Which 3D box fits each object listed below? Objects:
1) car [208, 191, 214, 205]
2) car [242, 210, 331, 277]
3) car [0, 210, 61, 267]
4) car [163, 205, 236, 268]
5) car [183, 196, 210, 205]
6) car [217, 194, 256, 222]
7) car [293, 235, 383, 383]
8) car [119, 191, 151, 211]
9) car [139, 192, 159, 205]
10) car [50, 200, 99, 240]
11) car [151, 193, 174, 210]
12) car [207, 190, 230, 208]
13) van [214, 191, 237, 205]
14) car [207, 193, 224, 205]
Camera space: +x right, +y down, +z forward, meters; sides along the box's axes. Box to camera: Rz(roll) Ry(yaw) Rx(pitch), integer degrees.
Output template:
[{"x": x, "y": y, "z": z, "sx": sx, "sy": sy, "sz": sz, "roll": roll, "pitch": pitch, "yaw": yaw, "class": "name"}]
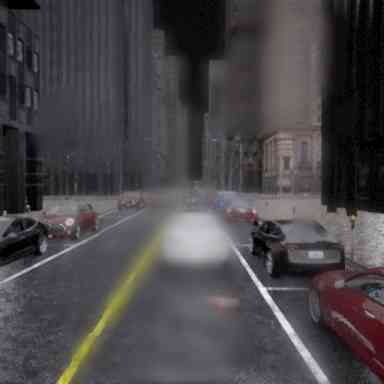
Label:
[{"x": 2.920, "y": 0.955, "z": 31.989, "sx": 1.967, "sy": 1.590, "sz": 4.097, "roll": 0, "pitch": 1, "yaw": 0, "class": "car"}, {"x": 2.808, "y": 1.419, "z": 9.587, "sx": 1.947, "sy": 1.339, "sz": 4.313, "roll": 0, "pitch": 1, "yaw": 0, "class": "car"}, {"x": -5.717, "y": 1.415, "z": 9.626, "sx": 1.947, "sy": 1.339, "sz": 4.313, "roll": 0, "pitch": 1, "yaw": 0, "class": "car"}, {"x": 0.127, "y": 1.363, "z": 10.550, "sx": 1.812, "sy": 1.442, "sz": 4.674, "roll": 0, "pitch": 1, "yaw": 0, "class": "car"}, {"x": 0.214, "y": 1.201, "z": 26.249, "sx": 1.895, "sy": 1.301, "sz": 4.718, "roll": 0, "pitch": 1, "yaw": 1, "class": "car"}, {"x": 2.864, "y": 1.124, "z": 20.787, "sx": 1.967, "sy": 1.590, "sz": 4.097, "roll": 0, "pitch": 1, "yaw": 0, "class": "car"}, {"x": 2.780, "y": 1.520, "z": 3.986, "sx": 1.802, "sy": 1.307, "sz": 4.206, "roll": 0, "pitch": 1, "yaw": 0, "class": "car"}, {"x": -5.606, "y": 0.826, "z": 32.028, "sx": 2.192, "sy": 1.841, "sz": 5.009, "roll": 0, "pitch": 1, "yaw": 0, "class": "car"}, {"x": -5.550, "y": 0.782, "z": 43.233, "sx": 1.967, "sy": 1.590, "sz": 4.097, "roll": 0, "pitch": 1, "yaw": 0, "class": "car"}, {"x": -5.690, "y": 1.204, "z": 15.226, "sx": 1.967, "sy": 1.590, "sz": 4.097, "roll": 0, "pitch": 1, "yaw": 0, "class": "car"}, {"x": -2.919, "y": 1.050, "z": 33.752, "sx": 1.994, "sy": 1.385, "sz": 4.181, "roll": 0, "pitch": 1, "yaw": 0, "class": "car"}, {"x": 2.947, "y": 0.746, "z": 37.589, "sx": 2.192, "sy": 1.841, "sz": 5.009, "roll": 0, "pitch": 1, "yaw": 0, "class": "car"}, {"x": 2.891, "y": 0.941, "z": 26.387, "sx": 1.690, "sy": 1.788, "sz": 3.998, "roll": 0, "pitch": 1, "yaw": 0, "class": "van"}, {"x": 2.976, "y": 0.897, "z": 43.193, "sx": 2.008, "sy": 1.369, "sz": 4.403, "roll": 0, "pitch": 1, "yaw": 0, "class": "car"}]
